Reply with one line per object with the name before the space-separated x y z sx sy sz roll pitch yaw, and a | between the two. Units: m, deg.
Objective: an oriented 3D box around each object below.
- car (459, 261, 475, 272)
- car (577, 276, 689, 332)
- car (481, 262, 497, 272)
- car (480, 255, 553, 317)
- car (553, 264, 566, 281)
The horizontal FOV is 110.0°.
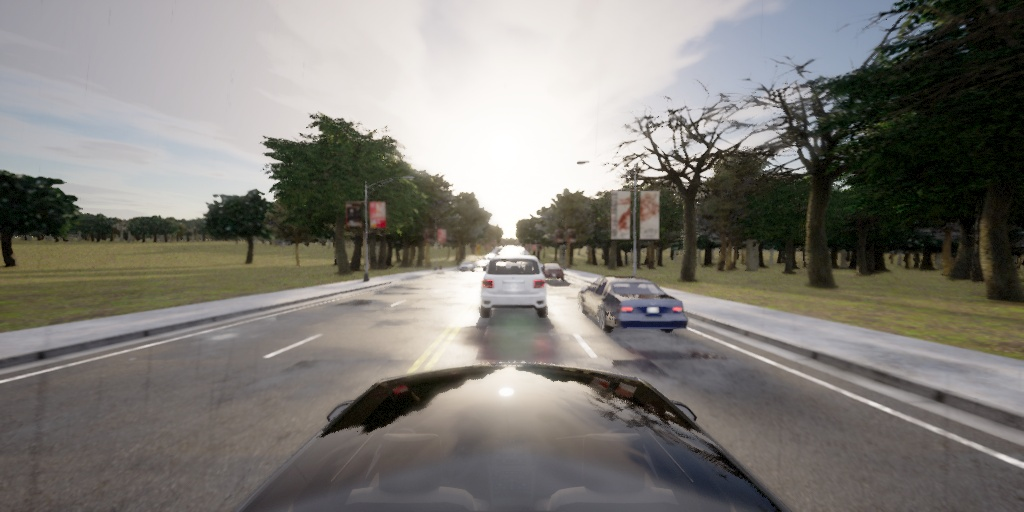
car | -6.547 1.520 52.603 1.812 1.442 4.674 0 -1 0
car | 3.302 1.311 10.866 2.033 1.411 5.357 0 0 1
car | -3.301 1.588 51.942 1.895 1.301 4.718 0 -1 0
car | 0.076 0.993 13.368 2.150 2.045 5.566 0 0 1
car | 3.346 1.360 30.560 1.812 1.442 4.674 0 0 0
